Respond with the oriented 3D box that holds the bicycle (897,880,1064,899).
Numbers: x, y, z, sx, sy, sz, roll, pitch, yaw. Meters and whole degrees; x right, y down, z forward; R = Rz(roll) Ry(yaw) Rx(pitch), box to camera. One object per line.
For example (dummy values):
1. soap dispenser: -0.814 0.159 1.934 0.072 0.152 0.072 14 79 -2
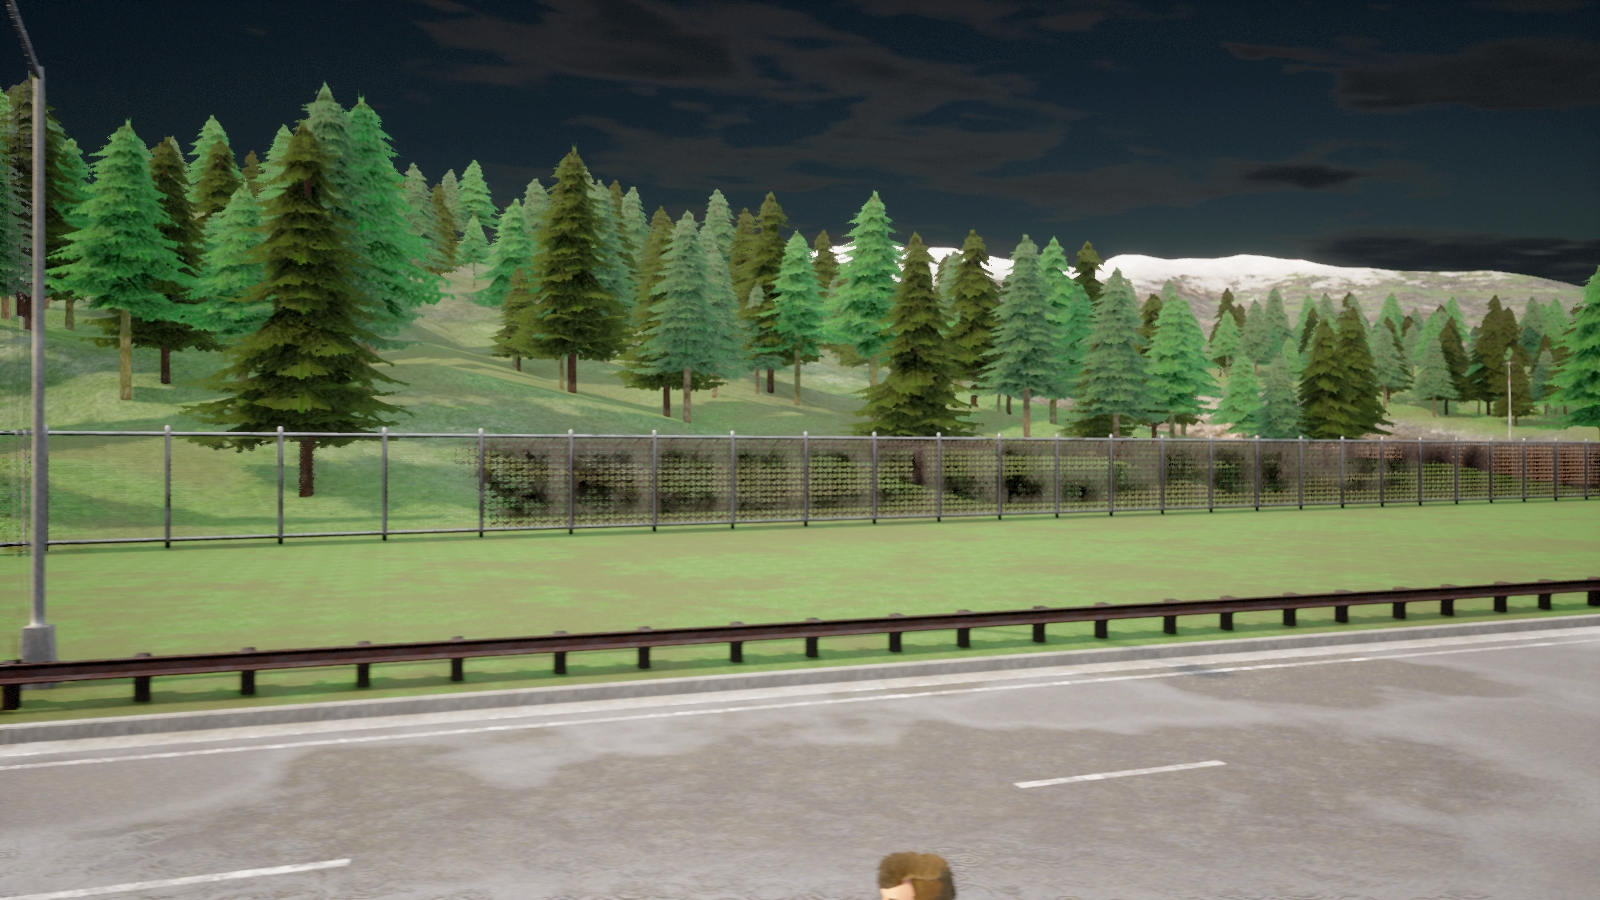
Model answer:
1. bicycle: 0.274 2.159 3.385 1.487 1.277 0.859 0 0 -20
